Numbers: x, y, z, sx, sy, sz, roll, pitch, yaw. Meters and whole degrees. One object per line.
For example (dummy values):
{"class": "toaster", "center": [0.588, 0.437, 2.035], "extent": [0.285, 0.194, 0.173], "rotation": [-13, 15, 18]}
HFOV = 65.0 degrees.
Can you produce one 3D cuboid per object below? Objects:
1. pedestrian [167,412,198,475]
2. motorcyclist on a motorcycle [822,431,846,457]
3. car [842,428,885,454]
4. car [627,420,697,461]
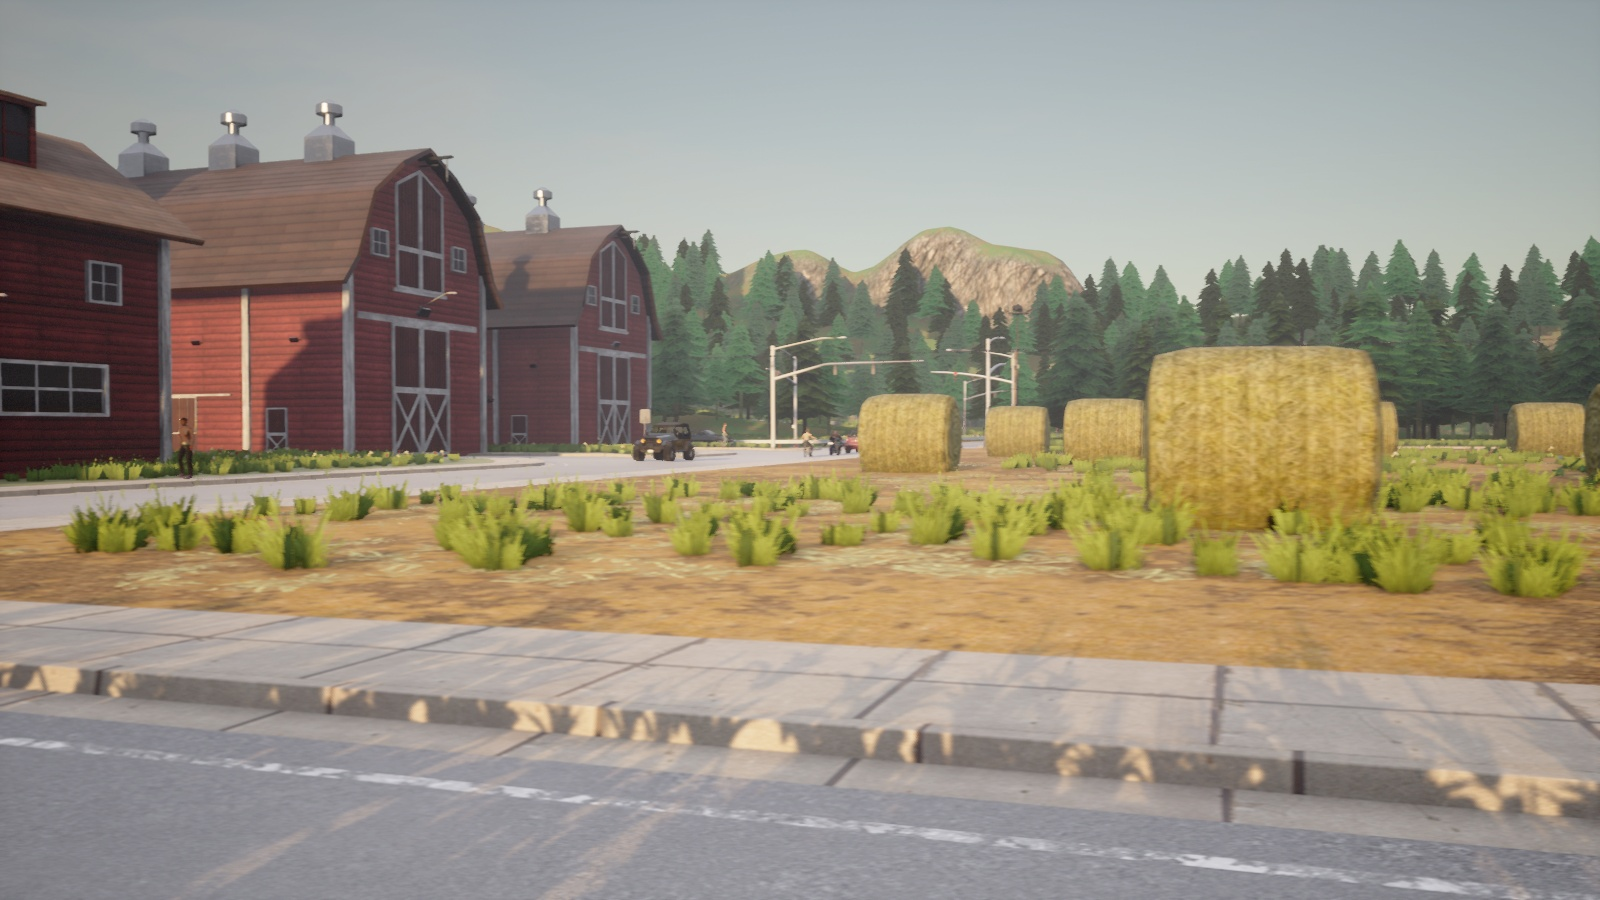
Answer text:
{"class": "pedestrian", "center": [-18.163, -0.198, 36.935], "extent": [0.328, 1.805, 0.869], "rotation": [0, 1, 13]}
{"class": "motorcyclist on a motorcycle", "center": [2.083, -0.376, 76.093], "extent": [0.866, 1.530, 2.191], "rotation": [1, 1, 18]}
{"class": "car", "center": [4.176, -0.613, 82.630], "extent": [1.851, 1.617, 3.988], "rotation": [1, 1, 18]}
{"class": "car", "center": [-6.589, -0.460, 60.447], "extent": [1.905, 1.878, 3.866], "rotation": [1, 1, 18]}
